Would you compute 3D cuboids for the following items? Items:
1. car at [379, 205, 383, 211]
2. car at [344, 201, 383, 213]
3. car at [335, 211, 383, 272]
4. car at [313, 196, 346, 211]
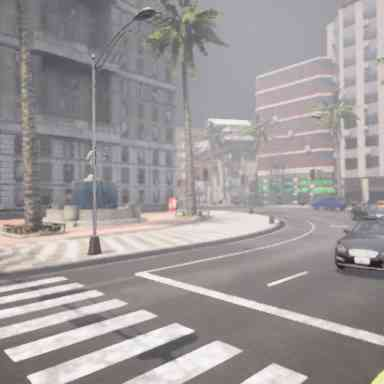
[{"bbox_3d":[11.550,1.646,18.184,1.812,1.442,4.674,-1,-1,26],"label":"car"},{"bbox_3d":[14.720,1.705,27.632,2.128,1.511,4.902,-1,-1,8],"label":"car"},{"bbox_3d":[6.199,1.572,10.687,2.128,1.511,4.902,-1,-1,43],"label":"car"},{"bbox_3d":[20.040,1.661,48.455,2.150,2.045,5.566,0,-1,-18],"label":"car"}]
